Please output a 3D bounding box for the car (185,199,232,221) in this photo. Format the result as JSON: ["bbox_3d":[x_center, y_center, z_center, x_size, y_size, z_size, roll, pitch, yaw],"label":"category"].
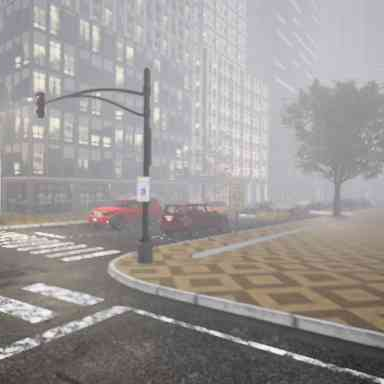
[{"bbox_3d":[1.629,1.596,30.954,2.097,1.767,4.553,1,0,37],"label":"car"}]

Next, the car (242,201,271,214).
[{"bbox_3d":[7.618,1.895,39.032,1.994,1.385,4.181,1,0,38],"label":"car"}]

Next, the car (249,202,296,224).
[{"bbox_3d":[7.014,1.862,28.519,1.752,1.417,4.829,0,0,36],"label":"car"}]

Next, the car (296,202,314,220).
[{"bbox_3d":[10.264,1.965,32.920,1.802,1.307,4.206,0,0,36],"label":"car"}]

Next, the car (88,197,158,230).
[{"bbox_3d":[-4.383,1.377,22.828,2.150,2.045,5.566,1,0,36],"label":"car"}]

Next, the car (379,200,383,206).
[{"bbox_3d":[40.424,2.245,73.752,1.967,1.590,4.097,0,0,36],"label":"car"}]

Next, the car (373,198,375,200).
[{"bbox_3d":[33.721,2.258,64.678,1.887,1.381,4.507,0,0,36],"label":"car"}]

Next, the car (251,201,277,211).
[{"bbox_3d":[10.219,1.928,46.963,1.947,1.339,4.313,0,0,36],"label":"car"}]

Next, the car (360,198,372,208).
[{"bbox_3d":[30.372,1.982,60.142,2.192,1.841,5.009,0,0,36],"label":"car"}]

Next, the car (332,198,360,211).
[{"bbox_3d":[23.670,1.889,51.068,2.192,1.841,5.009,0,0,36],"label":"car"}]

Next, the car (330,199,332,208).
[{"bbox_3d":[23.531,2.091,55.221,1.812,1.442,4.674,1,0,36],"label":"car"}]

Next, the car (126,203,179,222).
[{"bbox_3d":[-3.281,1.691,28.686,1.752,1.417,4.829,0,0,36],"label":"car"}]

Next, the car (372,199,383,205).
[{"bbox_3d":[43.774,2.432,78.288,1.802,1.307,4.206,0,0,36],"label":"car"}]

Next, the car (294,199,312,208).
[{"bbox_3d":[20.167,2.027,60.431,1.752,1.417,4.829,0,0,36],"label":"car"}]

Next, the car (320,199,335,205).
[{"bbox_3d":[30.316,2.192,74.173,2.008,1.369,4.403,0,0,36],"label":"car"}]

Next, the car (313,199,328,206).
[{"bbox_3d":[26.967,2.177,69.638,1.802,1.307,4.206,0,0,36],"label":"car"}]

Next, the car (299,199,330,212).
[{"bbox_3d":[17.368,2.026,46.893,2.033,1.411,5.357,1,0,37],"label":"car"}]

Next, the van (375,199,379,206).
[{"bbox_3d":[37.074,2.100,69.215,1.690,1.788,3.998,0,0,36],"label":"van"}]

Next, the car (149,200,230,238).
[{"bbox_3d":[0.214,1.551,19.310,2.192,1.841,5.009,0,0,36],"label":"car"}]
